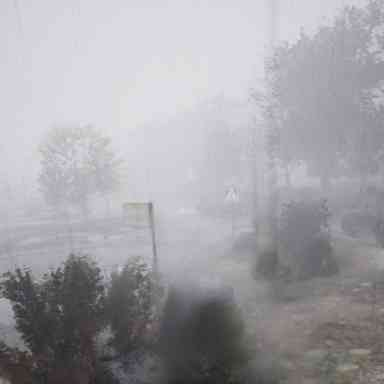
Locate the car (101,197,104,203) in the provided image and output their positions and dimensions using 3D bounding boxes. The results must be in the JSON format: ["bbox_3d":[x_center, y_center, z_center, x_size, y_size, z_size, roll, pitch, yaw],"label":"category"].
[{"bbox_3d":[-17.741,1.294,61.182,1.882,1.535,5.008,-6,2,-33],"label":"car"}]

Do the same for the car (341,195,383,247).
[{"bbox_3d":[8.672,1.101,14.824,2.150,2.045,5.566,-4,0,2],"label":"car"}]

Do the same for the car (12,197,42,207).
[{"bbox_3d":[-35.192,2.053,70.999,1.946,1.575,5.366,-3,4,37],"label":"car"}]

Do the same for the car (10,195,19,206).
[{"bbox_3d":[-32.018,1.818,65.835,2.435,2.045,5.566,-3,4,37],"label":"car"}]

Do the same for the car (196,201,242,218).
[{"bbox_3d":[2.324,1.492,30.400,1.895,1.301,4.718,-6,4,-32],"label":"car"}]

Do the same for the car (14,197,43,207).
[{"bbox_3d":[-33.637,2.098,68.363,2.163,1.488,4.792,-3,4,37],"label":"car"}]

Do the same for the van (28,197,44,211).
[{"bbox_3d":[-20.567,1.870,48.135,1.878,1.987,4.442,-2,4,37],"label":"van"}]

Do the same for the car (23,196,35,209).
[{"bbox_3d":[-23.818,1.957,53.236,2.185,1.767,4.553,-3,4,37],"label":"car"}]

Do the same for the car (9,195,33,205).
[{"bbox_3d":[-40.265,1.961,78.354,2.185,1.767,4.553,-3,4,37],"label":"car"}]

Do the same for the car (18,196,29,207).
[{"bbox_3d":[-27.064,1.945,58.303,2.185,1.767,4.553,-2,4,37],"label":"car"}]

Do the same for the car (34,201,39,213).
[{"bbox_3d":[-17.067,2.070,43.377,1.946,1.575,5.366,-3,4,37],"label":"car"}]

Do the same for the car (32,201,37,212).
[{"bbox_3d":[-18.834,2.128,45.735,2.002,1.452,4.674,-3,4,37],"label":"car"}]

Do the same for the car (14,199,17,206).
[{"bbox_3d":[-30.353,2.098,63.339,2.163,1.488,4.792,-3,4,37],"label":"car"}]

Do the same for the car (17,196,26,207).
[{"bbox_3d":[-28.708,1.943,60.814,2.185,1.767,4.553,-2,4,37],"label":"car"}]

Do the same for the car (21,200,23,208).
[{"bbox_3d":[-25.430,2.116,55.777,2.002,1.452,4.674,-3,4,37],"label":"car"}]

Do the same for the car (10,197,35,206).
[{"bbox_3d":[-38.582,2.118,75.874,2.002,1.452,4.674,-2,4,37],"label":"car"}]

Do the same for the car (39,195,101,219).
[{"bbox_3d":[-13.890,1.847,38.173,2.435,2.045,5.566,-2,4,37],"label":"car"}]

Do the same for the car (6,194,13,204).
[{"bbox_3d":[-36.965,1.824,73.374,2.435,2.045,5.566,-3,4,37],"label":"car"}]

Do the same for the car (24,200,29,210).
[{"bbox_3d":[-22.126,2.081,50.754,2.097,1.535,5.008,-2,4,37],"label":"car"}]

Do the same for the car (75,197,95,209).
[{"bbox_3d":[-16.855,1.689,52.330,1.812,1.442,4.674,-6,3,-33],"label":"car"}]
